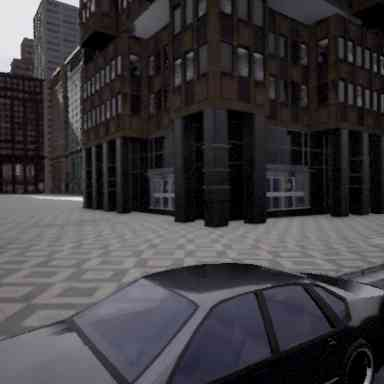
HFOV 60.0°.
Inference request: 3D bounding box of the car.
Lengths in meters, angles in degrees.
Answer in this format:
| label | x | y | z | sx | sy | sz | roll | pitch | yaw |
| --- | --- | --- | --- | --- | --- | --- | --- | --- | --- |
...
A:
| label | x | y | z | sx | sy | sz | roll | pitch | yaw |
| --- | --- | --- | --- | --- | --- | --- | --- | --- | --- |
| car | 0.153 | 1.547 | 3.437 | 5.357 | 1.411 | 2.033 | 0 | 0 | -35 |
